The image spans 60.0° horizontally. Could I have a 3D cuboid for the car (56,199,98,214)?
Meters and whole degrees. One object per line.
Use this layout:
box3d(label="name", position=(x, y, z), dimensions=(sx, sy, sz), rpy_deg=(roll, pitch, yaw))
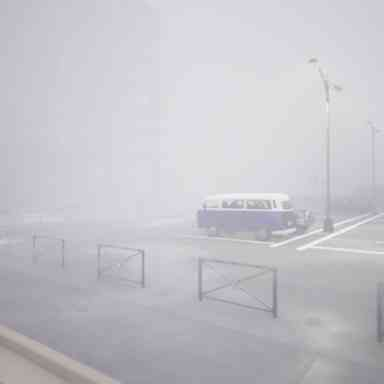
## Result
box3d(label="car", position=(-13.123, 1.603, 38.165), dimensions=(1.882, 1.535, 5.008), rpy_deg=(0, 0, 36))

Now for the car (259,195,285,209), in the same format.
box3d(label="car", position=(13.880, 1.671, 57.423), dimensions=(1.895, 1.301, 4.718), rpy_deg=(0, 0, 36))

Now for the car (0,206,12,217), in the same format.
box3d(label="car", position=(-19.176, 1.672, 29.745), dimensions=(2.033, 1.411, 5.357), rpy_deg=(0, 0, 36))

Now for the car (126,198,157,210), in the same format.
box3d(label="car", position=(-7.053, 1.618, 46.601), dimensions=(2.128, 1.511, 4.902), rpy_deg=(0, 0, 36))

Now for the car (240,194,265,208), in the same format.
box3d(label="car", position=(10.982, 1.594, 59.388), dimensions=(1.837, 1.490, 4.892), rpy_deg=(0, 0, 36))
